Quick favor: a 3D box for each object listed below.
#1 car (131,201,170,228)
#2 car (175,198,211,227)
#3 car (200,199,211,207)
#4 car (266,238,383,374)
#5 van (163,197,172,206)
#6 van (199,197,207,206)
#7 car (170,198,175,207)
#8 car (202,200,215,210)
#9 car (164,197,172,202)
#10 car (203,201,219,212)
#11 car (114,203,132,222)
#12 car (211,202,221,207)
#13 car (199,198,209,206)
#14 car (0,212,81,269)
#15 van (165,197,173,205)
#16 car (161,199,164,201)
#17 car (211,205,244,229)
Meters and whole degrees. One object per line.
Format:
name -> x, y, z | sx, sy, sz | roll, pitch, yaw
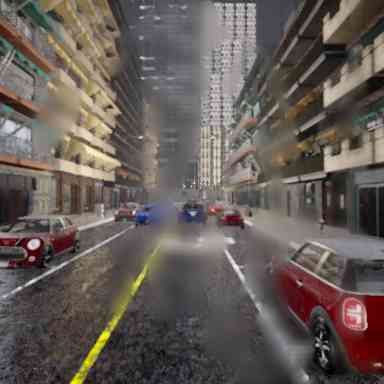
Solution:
car -> -2.881, 1.686, 24.090 | 1.882, 1.535, 5.008 | 0, -1, 0
car -> 0.065, 1.565, 24.669 | 2.097, 1.767, 4.553 | 0, -1, 0
car -> 2.486, 2.129, 62.589 | 1.887, 1.381, 4.507 | 0, -1, 0
car -> 2.564, 1.488, 5.696 | 1.967, 1.590, 4.097 | 0, 0, 0
van -> -5.409, 2.051, 73.954 | 1.690, 1.788, 3.998 | 0, -1, 0
van -> 2.472, 2.051, 73.970 | 1.690, 1.788, 3.998 | 0, -1, 0
car -> -2.844, 2.216, 65.613 | 1.895, 1.301, 4.718 | 0, -1, 0
car -> 2.501, 1.993, 51.382 | 1.752, 1.417, 4.829 | 0, -1, 0
car -> -5.401, 2.087, 68.263 | 1.967, 1.590, 4.097 | 0, -1, 0
car -> 2.509, 1.975, 45.521 | 1.947, 1.339, 4.313 | 0, -1, 0
car -> -5.347, 1.689, 28.437 | 1.967, 1.590, 4.097 | 0, -1, 0
car -> 2.524, 1.882, 34.142 | 1.802, 1.307, 4.206 | 0, -1, 0
car -> 2.479, 2.086, 68.279 | 1.967, 1.590, 4.097 | 0, -1, 0
car -> -5.324, 1.537, 11.367 | 1.967, 1.590, 4.097 | 0, 0, 0
van -> -5.416, 2.116, 79.644 | 1.690, 1.788, 3.998 | 0, -1, 0
car -> -5.371, 1.975, 45.504 | 1.947, 1.339, 4.313 | 0, -1, 0
car -> 2.540, 1.779, 22.764 | 1.802, 1.307, 4.206 | 0, -1, 0
